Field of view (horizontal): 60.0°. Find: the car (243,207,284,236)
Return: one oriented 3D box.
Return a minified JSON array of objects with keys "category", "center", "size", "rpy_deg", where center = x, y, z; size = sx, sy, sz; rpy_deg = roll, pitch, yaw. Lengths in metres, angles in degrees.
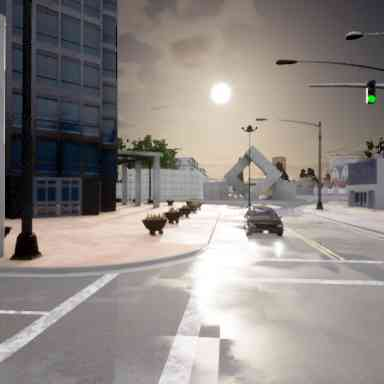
[{"category":"car","center":[3.848,1.531,18.552],"size":[2.033,1.411,5.357],"rpy_deg":[0,0,7]}]
